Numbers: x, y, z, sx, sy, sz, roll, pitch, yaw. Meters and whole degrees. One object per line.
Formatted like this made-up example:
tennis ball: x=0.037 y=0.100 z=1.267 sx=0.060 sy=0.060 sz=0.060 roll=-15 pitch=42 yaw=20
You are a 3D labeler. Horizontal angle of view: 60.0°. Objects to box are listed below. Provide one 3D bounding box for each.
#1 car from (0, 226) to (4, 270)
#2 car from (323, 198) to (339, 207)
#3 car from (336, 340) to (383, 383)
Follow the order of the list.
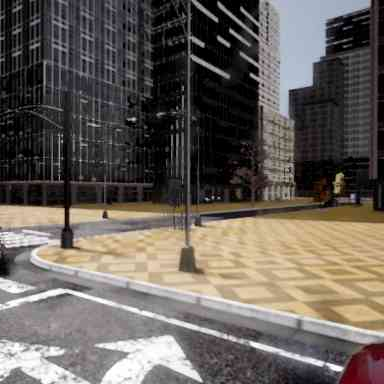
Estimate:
car: x=-6.982 y=1.561 z=10.340 sx=1.812 sy=1.442 sz=4.674 roll=-1 pitch=0 yaw=-32
car: x=24.858 y=1.828 z=59.332 sx=1.837 sy=1.490 sz=4.892 roll=0 pitch=0 yaw=37
car: x=2.851 y=1.561 z=1.643 sx=4.181 sy=1.385 sz=1.994 roll=0 pitch=0 yaw=35
